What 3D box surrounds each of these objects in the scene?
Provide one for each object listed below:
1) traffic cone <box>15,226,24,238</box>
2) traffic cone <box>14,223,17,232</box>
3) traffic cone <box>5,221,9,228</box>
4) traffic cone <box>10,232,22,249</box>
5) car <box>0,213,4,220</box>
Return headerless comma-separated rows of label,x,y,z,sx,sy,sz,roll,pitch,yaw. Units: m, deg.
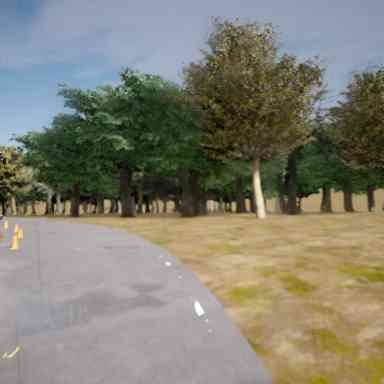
traffic cone,-10.002,2.378,19.422,0.340,0.580,0.340,0,-1,-27
traffic cone,-12.389,2.508,23.491,0.340,0.580,0.340,-1,-1,-33
traffic cone,-15.212,2.658,27.341,0.340,0.580,0.340,-1,-1,-38
traffic cone,-8.051,2.266,15.127,0.340,0.580,0.340,0,-1,-21
car,-25.836,2.908,42.052,5.357,1.411,2.033,-3,-2,38
